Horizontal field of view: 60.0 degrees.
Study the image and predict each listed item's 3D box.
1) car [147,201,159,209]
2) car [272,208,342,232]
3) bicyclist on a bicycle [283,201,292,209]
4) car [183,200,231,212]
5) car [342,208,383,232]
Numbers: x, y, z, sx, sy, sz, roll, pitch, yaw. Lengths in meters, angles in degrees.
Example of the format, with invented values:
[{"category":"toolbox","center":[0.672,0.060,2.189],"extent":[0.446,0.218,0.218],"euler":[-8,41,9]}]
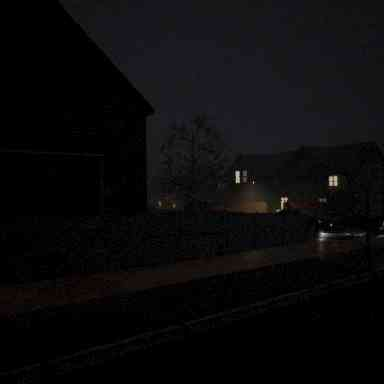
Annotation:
[{"category":"car","center":[-6.155,2.094,41.573],"extent":[2.150,2.045,5.566],"euler":[-1,-1,-35]},{"category":"car","center":[7.356,1.846,22.712],"extent":[1.812,1.442,4.674],"euler":[-1,-1,-36]},{"category":"bicyclist on a bicycle","center":[8.838,1.667,30.682],"extent":[1.656,1.620,0.582],"euler":[-1,0,-36]},{"category":"car","center":[1.330,1.787,31.115],"extent":[2.150,2.045,5.566],"euler":[-1,-1,-36]},{"category":"car","center":[11.659,1.725,21.779],"extent":[1.812,1.442,4.674],"euler":[-1,-1,-36]}]
